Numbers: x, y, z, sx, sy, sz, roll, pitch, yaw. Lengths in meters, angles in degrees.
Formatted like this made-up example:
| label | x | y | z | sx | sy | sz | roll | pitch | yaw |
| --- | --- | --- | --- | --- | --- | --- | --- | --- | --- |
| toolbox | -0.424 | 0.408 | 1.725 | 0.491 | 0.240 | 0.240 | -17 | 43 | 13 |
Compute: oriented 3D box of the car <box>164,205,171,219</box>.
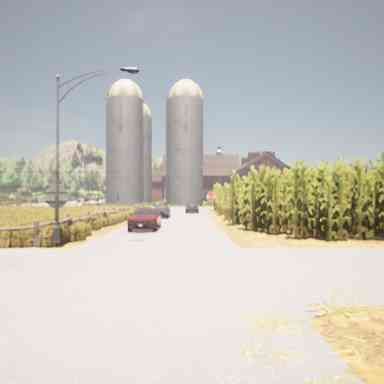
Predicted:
| label | x | y | z | sx | sy | sz | roll | pitch | yaw |
| --- | --- | --- | --- | --- | --- | --- | --- | --- | --- |
| car | -3.256 | 2.068 | 35.755 | 2.033 | 1.411 | 5.357 | 0 | -1 | 0 |

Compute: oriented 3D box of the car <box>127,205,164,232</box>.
| label | x | y | z | sx | sy | sz | roll | pitch | yaw |
| --- | --- | --- | --- | --- | --- | --- | --- | --- | --- |
| car | -3.213 | 1.822 | 22.964 | 1.882 | 1.535 | 5.008 | 0 | -1 | -1 |

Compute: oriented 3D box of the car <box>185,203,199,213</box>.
| label | x | y | z | sx | sy | sz | roll | pitch | yaw |
| --- | --- | --- | --- | --- | --- | --- | --- | --- | --- |
| car | 0.010 | 2.169 | 46.411 | 2.033 | 1.411 | 5.357 | 0 | 0 | 0 |
